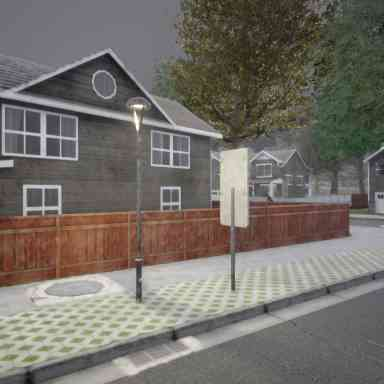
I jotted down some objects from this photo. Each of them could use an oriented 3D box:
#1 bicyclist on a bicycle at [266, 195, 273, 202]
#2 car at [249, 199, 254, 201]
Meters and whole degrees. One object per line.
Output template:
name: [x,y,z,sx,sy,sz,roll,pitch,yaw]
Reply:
bicyclist on a bicycle: [7.508,1.130,32.287,0.582,1.620,1.656,1,1,43]
car: [4.468,1.325,27.111,5.008,1.535,1.882,0,0,43]
